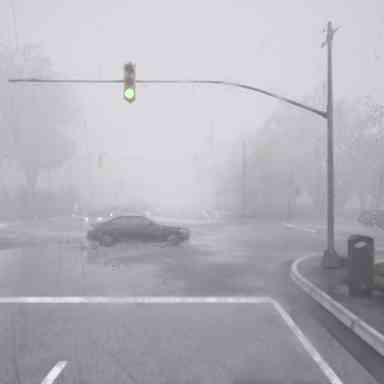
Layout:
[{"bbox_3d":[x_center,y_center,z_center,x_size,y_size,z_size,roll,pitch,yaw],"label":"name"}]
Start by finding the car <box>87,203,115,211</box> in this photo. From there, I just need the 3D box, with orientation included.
[{"bbox_3d":[-10.599,2.024,38.145,1.812,1.442,4.674,0,-1,0],"label":"car"}]

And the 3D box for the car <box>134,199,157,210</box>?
[{"bbox_3d":[-7.121,2.198,51.003,2.033,1.411,5.357,0,0,0],"label":"car"}]

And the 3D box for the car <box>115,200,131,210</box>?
[{"bbox_3d":[-10.619,2.154,48.852,1.812,1.442,4.674,0,-1,0],"label":"car"}]

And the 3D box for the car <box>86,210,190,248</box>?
[{"bbox_3d":[-2.417,1.728,15.269,4.674,1.442,1.812,0,-1,-3],"label":"car"}]

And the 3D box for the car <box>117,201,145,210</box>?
[{"bbox_3d":[-7.100,2.076,39.222,1.994,1.385,4.181,0,-1,0],"label":"car"}]

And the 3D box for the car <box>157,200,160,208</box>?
[{"bbox_3d":[-7.353,2.331,66.386,2.033,1.411,5.357,0,0,-2],"label":"car"}]

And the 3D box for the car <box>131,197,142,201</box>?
[{"bbox_3d":[-10.777,1.983,64.492,2.150,2.045,5.566,0,1,-2],"label":"car"}]

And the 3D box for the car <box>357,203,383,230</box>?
[{"bbox_3d":[14.614,1.525,23.348,5.566,2.045,2.150,0,-1,-3],"label":"car"}]
